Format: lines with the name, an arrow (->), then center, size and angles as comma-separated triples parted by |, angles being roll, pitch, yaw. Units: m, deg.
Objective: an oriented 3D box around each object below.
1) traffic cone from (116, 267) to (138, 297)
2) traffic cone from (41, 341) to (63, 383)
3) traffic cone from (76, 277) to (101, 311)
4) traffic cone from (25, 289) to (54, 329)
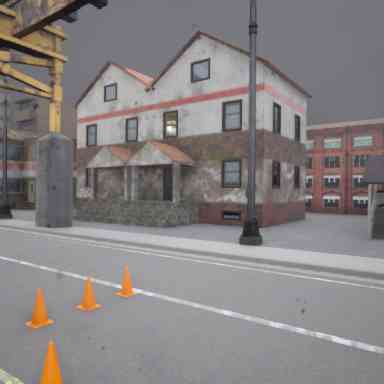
traffic cone -> -1.426, 1.949, 7.286 | 0.340, 0.580, 0.340 | 0, 0, 36
traffic cone -> -1.558, 1.952, 3.683 | 0.340, 0.580, 0.340 | 0, 0, 36
traffic cone -> -2.011, 1.949, 6.475 | 0.340, 0.580, 0.340 | 0, 0, 36
traffic cone -> -2.596, 1.949, 5.664 | 0.340, 0.580, 0.340 | 0, 0, 36
